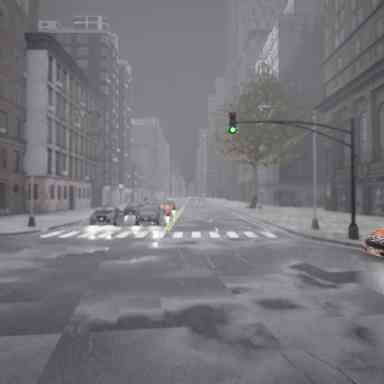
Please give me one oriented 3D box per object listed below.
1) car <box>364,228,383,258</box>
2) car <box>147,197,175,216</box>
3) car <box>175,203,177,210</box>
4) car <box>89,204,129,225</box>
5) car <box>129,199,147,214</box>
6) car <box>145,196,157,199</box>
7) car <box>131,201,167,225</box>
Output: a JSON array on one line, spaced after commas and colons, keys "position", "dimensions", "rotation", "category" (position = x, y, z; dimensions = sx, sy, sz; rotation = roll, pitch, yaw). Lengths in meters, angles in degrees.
[{"position": [8.689, 1.600, 11.823], "dimensions": [4.553, 1.767, 2.097], "rotation": [2, -1, 0], "category": "car"}, {"position": [-3.340, 1.685, 36.649], "dimensions": [2.097, 1.767, 4.553], "rotation": [0, -1, 0], "category": "car"}, {"position": [-3.329, 1.947, 49.253], "dimensions": [1.837, 1.490, 4.892], "rotation": [0, 1, 0], "category": "car"}, {"position": [-6.595, 1.801, 26.190], "dimensions": [1.994, 1.385, 4.181], "rotation": [0, -1, 0], "category": "car"}, {"position": [-6.592, 1.894, 38.249], "dimensions": [2.033, 1.411, 5.357], "rotation": [0, -1, 0], "category": "car"}, {"position": [-6.561, 1.697, 52.715], "dimensions": [2.150, 2.045, 5.566], "rotation": [0, 0, 0], "category": "car"}, {"position": [-3.342, 1.745, 26.548], "dimensions": [1.837, 1.490, 4.892], "rotation": [0, -1, 0], "category": "car"}]
